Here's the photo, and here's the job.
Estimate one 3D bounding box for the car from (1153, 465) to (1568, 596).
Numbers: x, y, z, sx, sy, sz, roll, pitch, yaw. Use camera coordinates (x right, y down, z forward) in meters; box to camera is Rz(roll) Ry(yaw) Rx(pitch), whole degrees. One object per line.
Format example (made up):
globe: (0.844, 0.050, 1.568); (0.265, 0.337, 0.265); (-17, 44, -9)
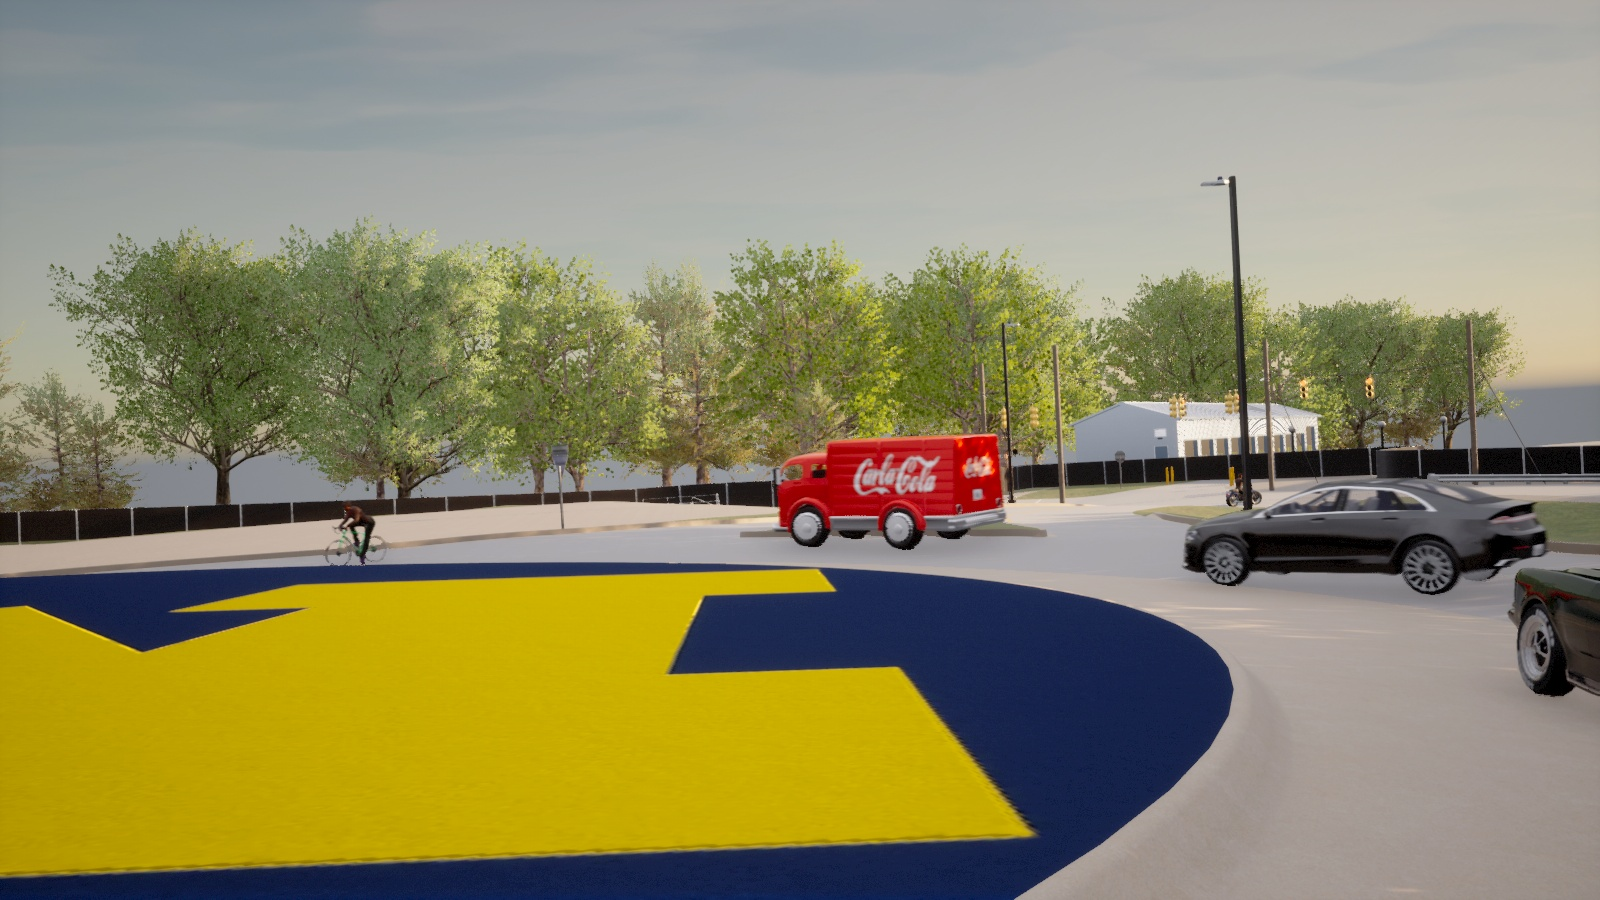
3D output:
car: (7.843, 1.106, 17.979); (2.128, 1.511, 4.902); (-3, 0, -43)

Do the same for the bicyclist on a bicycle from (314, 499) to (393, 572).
bicyclist on a bicycle: (-11.039, 2.106, 31.085); (0.582, 1.620, 1.656); (-2, 2, 41)

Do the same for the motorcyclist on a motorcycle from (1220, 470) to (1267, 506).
motorcyclist on a motorcycle: (21.588, 1.844, 61.146); (2.350, 1.649, 0.766); (-3, 1, -31)

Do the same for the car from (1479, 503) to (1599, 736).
car: (5.660, 1.092, 7.129); (1.895, 1.301, 4.718); (4, 0, 13)

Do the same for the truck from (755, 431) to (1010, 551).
truck: (1.872, 0.951, 29.238); (5.204, 2.467, 2.627); (-3, 1, 37)
